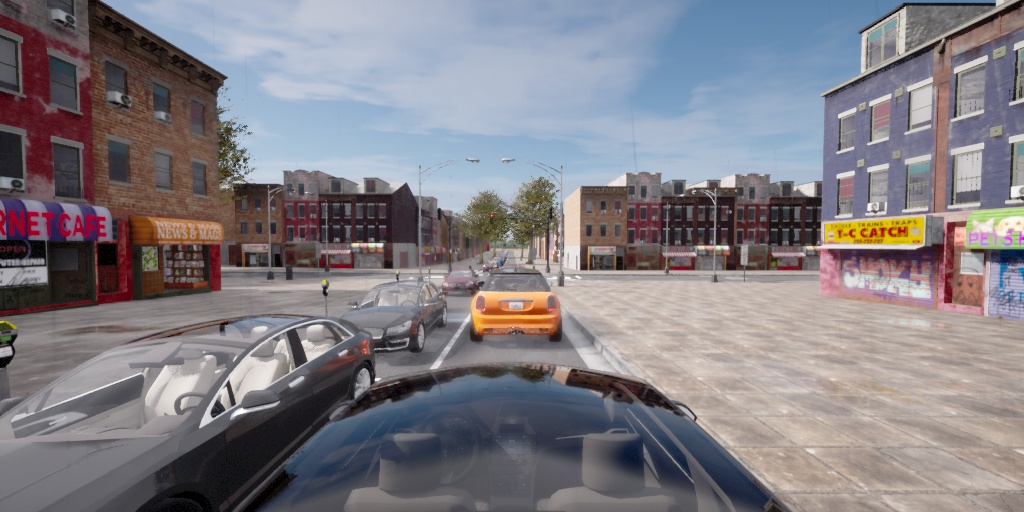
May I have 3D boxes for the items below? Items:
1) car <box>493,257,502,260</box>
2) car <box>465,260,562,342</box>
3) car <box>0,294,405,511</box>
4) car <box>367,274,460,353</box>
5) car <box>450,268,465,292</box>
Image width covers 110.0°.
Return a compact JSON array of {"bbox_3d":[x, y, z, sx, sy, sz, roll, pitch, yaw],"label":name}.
[{"bbox_3d":[-2.719,1.246,46.301,1.967,1.591,4.097,0,0,0],"label":"car"},{"bbox_3d":[0.085,1.101,9.941,2.097,1.767,4.553,0,0,0],"label":"car"},{"bbox_3d":[-2.643,1.300,3.183,2.007,1.370,4.403,0,0,0],"label":"car"},{"bbox_3d":[-2.652,1.299,8.632,2.007,1.370,4.403,0,0,0],"label":"car"},{"bbox_3d":[-2.671,1.337,19.526,1.802,1.307,4.207,0,0,0],"label":"car"}]
